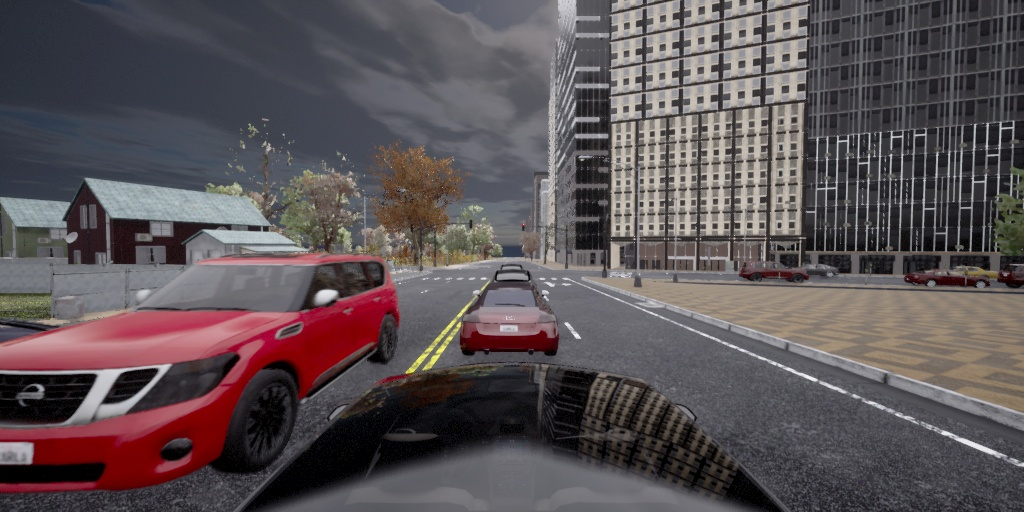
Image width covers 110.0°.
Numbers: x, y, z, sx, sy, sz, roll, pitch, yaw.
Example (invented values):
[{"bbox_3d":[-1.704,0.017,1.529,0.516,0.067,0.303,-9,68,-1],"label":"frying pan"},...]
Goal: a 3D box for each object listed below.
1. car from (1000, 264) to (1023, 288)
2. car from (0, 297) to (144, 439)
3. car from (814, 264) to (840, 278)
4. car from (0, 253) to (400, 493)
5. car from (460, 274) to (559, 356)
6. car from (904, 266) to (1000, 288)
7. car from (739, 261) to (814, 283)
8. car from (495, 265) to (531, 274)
[{"bbox_3d":[38.955,1.530,25.886,5.009,1.841,2.192,0,0,20],"label":"car"},{"bbox_3d":[-6.595,1.313,3.369,1.994,1.385,4.181,0,0,0],"label":"car"},{"bbox_3d":[31.006,1.469,37.172,4.403,1.370,2.007,0,0,20],"label":"car"},{"bbox_3d":[-3.347,0.970,5.158,2.150,2.045,5.566,0,0,0],"label":"car"},{"bbox_3d":[-0.032,1.311,8.642,1.994,1.385,4.181,0,0,1],"label":"car"},{"bbox_3d":[33.630,1.715,27.829,4.507,1.381,1.888,0,0,20],"label":"car"},{"bbox_3d":[22.979,1.394,31.715,5.009,1.841,2.192,0,0,20],"label":"car"},{"bbox_3d":[0.030,1.251,14.027,1.837,1.490,4.892,0,0,0],"label":"car"}]
